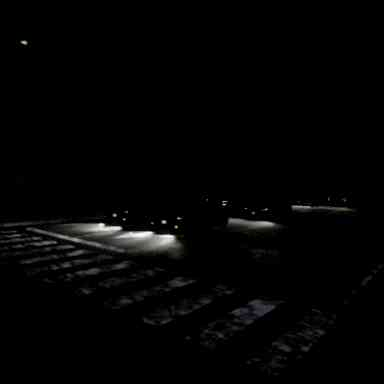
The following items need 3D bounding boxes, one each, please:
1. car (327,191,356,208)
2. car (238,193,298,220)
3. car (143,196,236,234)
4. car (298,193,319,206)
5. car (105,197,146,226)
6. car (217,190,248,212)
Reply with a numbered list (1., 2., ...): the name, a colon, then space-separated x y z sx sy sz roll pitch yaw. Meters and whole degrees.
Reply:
1. car: 16.721 0.760 37.134 2.097 1.767 4.553 3 3 39
2. car: 5.276 1.025 22.673 1.812 1.442 4.674 3 3 38
3. car: 0.005 1.103 15.992 1.994 1.385 4.181 3 2 38
4. car: 12.723 0.832 37.340 1.994 1.385 4.181 3 2 38
5. car: -2.586 0.953 17.951 1.994 1.385 4.181 3 2 38
6. car: 2.773 0.699 24.730 2.097 1.767 4.553 3 2 38
